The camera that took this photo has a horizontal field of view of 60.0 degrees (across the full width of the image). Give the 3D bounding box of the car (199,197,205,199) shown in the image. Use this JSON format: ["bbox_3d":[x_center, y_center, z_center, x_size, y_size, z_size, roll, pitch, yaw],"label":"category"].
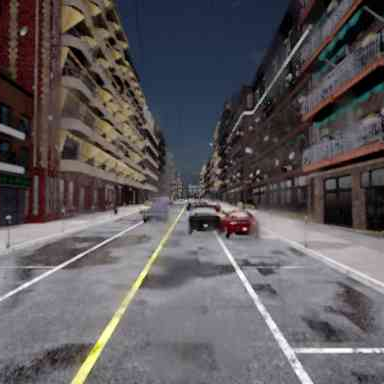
[{"bbox_3d":[2.604,2.151,62.747,1.887,1.381,4.507,1,-1,0],"label":"car"}]

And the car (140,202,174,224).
[{"bbox_3d":[-2.839,1.790,27.567,2.033,1.411,5.357,0,-1,0],"label":"car"}]

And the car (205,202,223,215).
[{"bbox_3d":[2.597,1.916,40.625,1.887,1.381,4.507,1,-1,0],"label":"car"}]

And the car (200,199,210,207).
[{"bbox_3d":[2.606,2.215,68.277,1.887,1.381,4.507,1,-1,0],"label":"car"}]

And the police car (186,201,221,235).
[{"bbox_3d":[0.679,1.600,20.263,1.930,1.638,5.238,0,0,-1],"label":"police car"}]

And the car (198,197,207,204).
[{"bbox_3d":[2.582,2.183,84.872,2.192,1.841,5.009,1,-1,0],"label":"car"}]

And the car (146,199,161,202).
[{"bbox_3d":[-5.282,1.896,40.520,1.752,1.417,4.829,2,-1,0],"label":"car"}]

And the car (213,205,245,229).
[{"bbox_3d":[2.593,1.736,24.205,1.752,1.417,4.829,1,-1,0],"label":"car"}]

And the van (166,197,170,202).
[{"bbox_3d":[-5.272,1.886,57.282,1.690,1.788,3.998,2,-1,0],"label":"van"}]

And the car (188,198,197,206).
[{"bbox_3d":[0.023,2.098,70.893,1.812,1.442,4.674,0,-1,0],"label":"car"}]

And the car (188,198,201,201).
[{"bbox_3d":[0.018,2.077,55.886,2.033,1.411,5.357,0,-1,0],"label":"car"}]

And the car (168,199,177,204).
[{"bbox_3d":[-5.269,2.504,90.462,1.947,1.339,4.313,1,-1,0],"label":"car"}]

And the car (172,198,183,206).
[{"bbox_3d":[-2.729,2.261,68.076,1.895,1.301,4.718,0,-1,0],"label":"car"}]

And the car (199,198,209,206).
[{"bbox_3d":[2.617,2.175,73.809,1.967,1.590,4.097,1,-1,0],"label":"car"}]

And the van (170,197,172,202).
[{"bbox_3d":[-5.272,1.949,62.813,1.690,1.788,3.998,1,-1,0],"label":"van"}]

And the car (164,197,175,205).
[{"bbox_3d":[-5.266,2.117,79.403,2.192,1.841,5.009,1,-1,0],"label":"car"}]

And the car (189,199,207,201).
[{"bbox_3d":[0.837,1.853,36.176,1.812,1.442,4.674,0,-1,0],"label":"car"}]

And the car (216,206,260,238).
[{"bbox_3d":[2.591,1.703,18.503,1.887,1.381,4.507,1,-1,0],"label":"car"}]

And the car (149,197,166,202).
[{"bbox_3d":[-5.275,1.744,46.224,2.192,1.841,5.009,2,-1,0],"label":"car"}]
